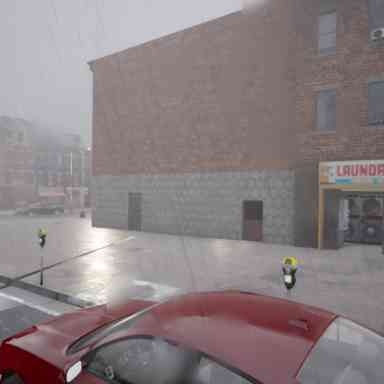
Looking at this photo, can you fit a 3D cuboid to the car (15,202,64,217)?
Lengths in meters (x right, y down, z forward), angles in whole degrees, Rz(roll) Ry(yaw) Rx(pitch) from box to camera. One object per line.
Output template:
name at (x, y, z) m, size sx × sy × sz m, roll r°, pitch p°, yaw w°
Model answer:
car at (-15.924, 1.816, 34.961) m, size 1.837 × 1.490 × 4.892 m, roll 1°, pitch -1°, yaw 36°

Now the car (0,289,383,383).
car at (0.132, 1.544, 2.704) m, size 4.507 × 1.381 × 1.887 m, roll 0°, pitch 1°, yaw 36°
